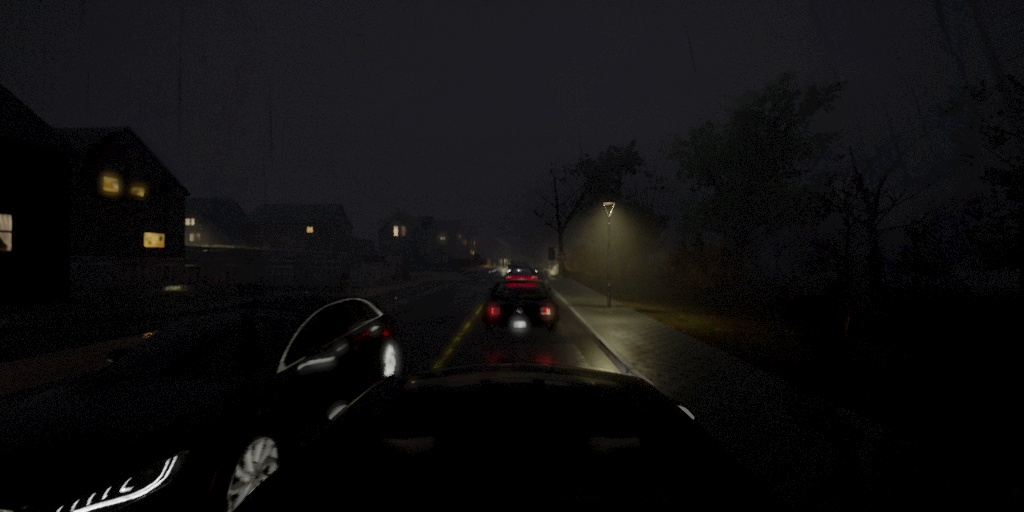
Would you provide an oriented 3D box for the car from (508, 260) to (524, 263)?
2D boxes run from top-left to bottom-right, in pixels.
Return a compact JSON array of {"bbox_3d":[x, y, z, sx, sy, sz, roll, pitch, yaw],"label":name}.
[{"bbox_3d":[0.461,1.348,56.944,1.812,1.442,4.674,0,0,7],"label":"car"}]

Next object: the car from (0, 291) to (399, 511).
[{"bbox_3d":[-2.806,1.250,4.163,1.837,1.490,4.892,0,0,1],"label":"car"}]

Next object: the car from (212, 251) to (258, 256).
[{"bbox_3d":[-27.341,-0.017,35.343,4.674,1.442,1.812,3,0,3],"label":"car"}]

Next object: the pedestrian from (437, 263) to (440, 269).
[{"bbox_3d":[-8.279,0.528,40.316,0.375,1.860,0.375,0,-3,3],"label":"pedestrian"}]

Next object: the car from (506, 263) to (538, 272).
[{"bbox_3d":[0.596,1.303,21.338,1.994,1.385,4.181,0,0,2],"label":"car"}]

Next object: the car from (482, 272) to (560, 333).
[{"bbox_3d":[0.254,1.340,10.723,1.895,1.301,4.718,0,0,1],"label":"car"}]
